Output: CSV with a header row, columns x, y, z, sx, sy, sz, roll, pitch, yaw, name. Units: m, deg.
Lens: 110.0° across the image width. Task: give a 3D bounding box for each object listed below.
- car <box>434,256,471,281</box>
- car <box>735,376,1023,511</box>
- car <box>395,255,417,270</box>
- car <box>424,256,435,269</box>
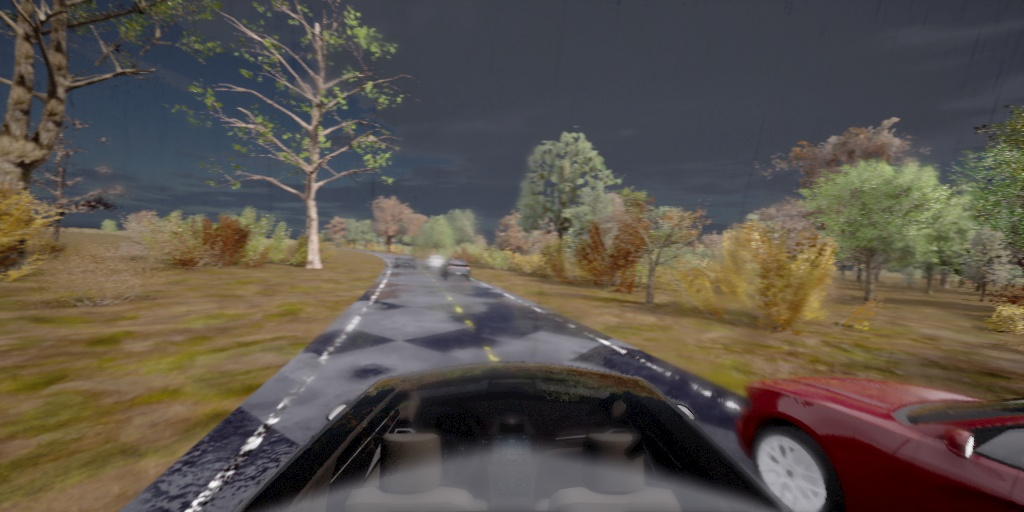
x,y,z,sx,sy,sz,roll,pitch,yaw,name
-4.181,0.916,25.892,2.128,1.511,4.902,3,0,-17,car
3.563,1.435,1.589,1.882,1.535,5.008,3,0,-14,car
-10.537,0.589,35.568,1.994,1.385,4.181,3,0,-19,car
-8.251,0.673,38.450,1.812,1.442,4.674,3,0,-18,car
